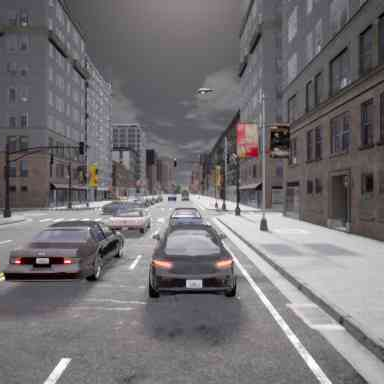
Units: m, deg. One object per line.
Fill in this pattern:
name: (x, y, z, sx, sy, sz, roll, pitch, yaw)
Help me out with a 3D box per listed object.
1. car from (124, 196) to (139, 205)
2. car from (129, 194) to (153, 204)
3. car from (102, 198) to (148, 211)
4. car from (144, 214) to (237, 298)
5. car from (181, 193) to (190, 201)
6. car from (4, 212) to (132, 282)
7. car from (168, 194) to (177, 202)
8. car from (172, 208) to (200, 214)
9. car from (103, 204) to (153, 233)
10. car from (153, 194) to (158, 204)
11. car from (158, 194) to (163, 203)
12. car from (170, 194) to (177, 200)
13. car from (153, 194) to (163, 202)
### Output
car: (-11.011, 1.550, 60.716, 1.812, 1.442, 4.674, 0, 0, -1)
car: (-7.577, 1.512, 50.021, 2.128, 1.511, 4.902, 0, 0, -1)
car: (-6.898, 1.570, 33.710, 4.181, 1.385, 1.994, 0, 0, -1)
car: (-0.038, 1.527, 8.429, 1.812, 1.442, 4.674, 0, 0, -2)
car: (-1.606, 1.618, 80.797, 1.895, 1.301, 4.718, 0, 0, -1)
car: (-3.314, 1.549, 9.767, 2.033, 1.411, 5.357, 0, 0, -1)
car: (-4.847, 1.500, 80.285, 1.882, 1.535, 5.008, 0, 0, -1)
car: (-0.333, 1.552, 18.016, 2.033, 1.411, 5.357, 0, 0, -1)
car: (-3.513, 1.606, 19.432, 1.895, 1.301, 4.718, 0, 0, -1)
car: (-7.748, 1.515, 59.374, 2.128, 1.511, 4.902, 0, 0, -1)
car: (-7.874, 1.551, 69.244, 2.128, 1.511, 4.902, 0, 0, -1)
car: (-5.058, 1.395, 90.702, 1.837, 1.490, 4.892, 0, 0, -1)
car: (-8.081, 1.368, 79.475, 2.097, 1.767, 4.553, 0, 0, -1)
